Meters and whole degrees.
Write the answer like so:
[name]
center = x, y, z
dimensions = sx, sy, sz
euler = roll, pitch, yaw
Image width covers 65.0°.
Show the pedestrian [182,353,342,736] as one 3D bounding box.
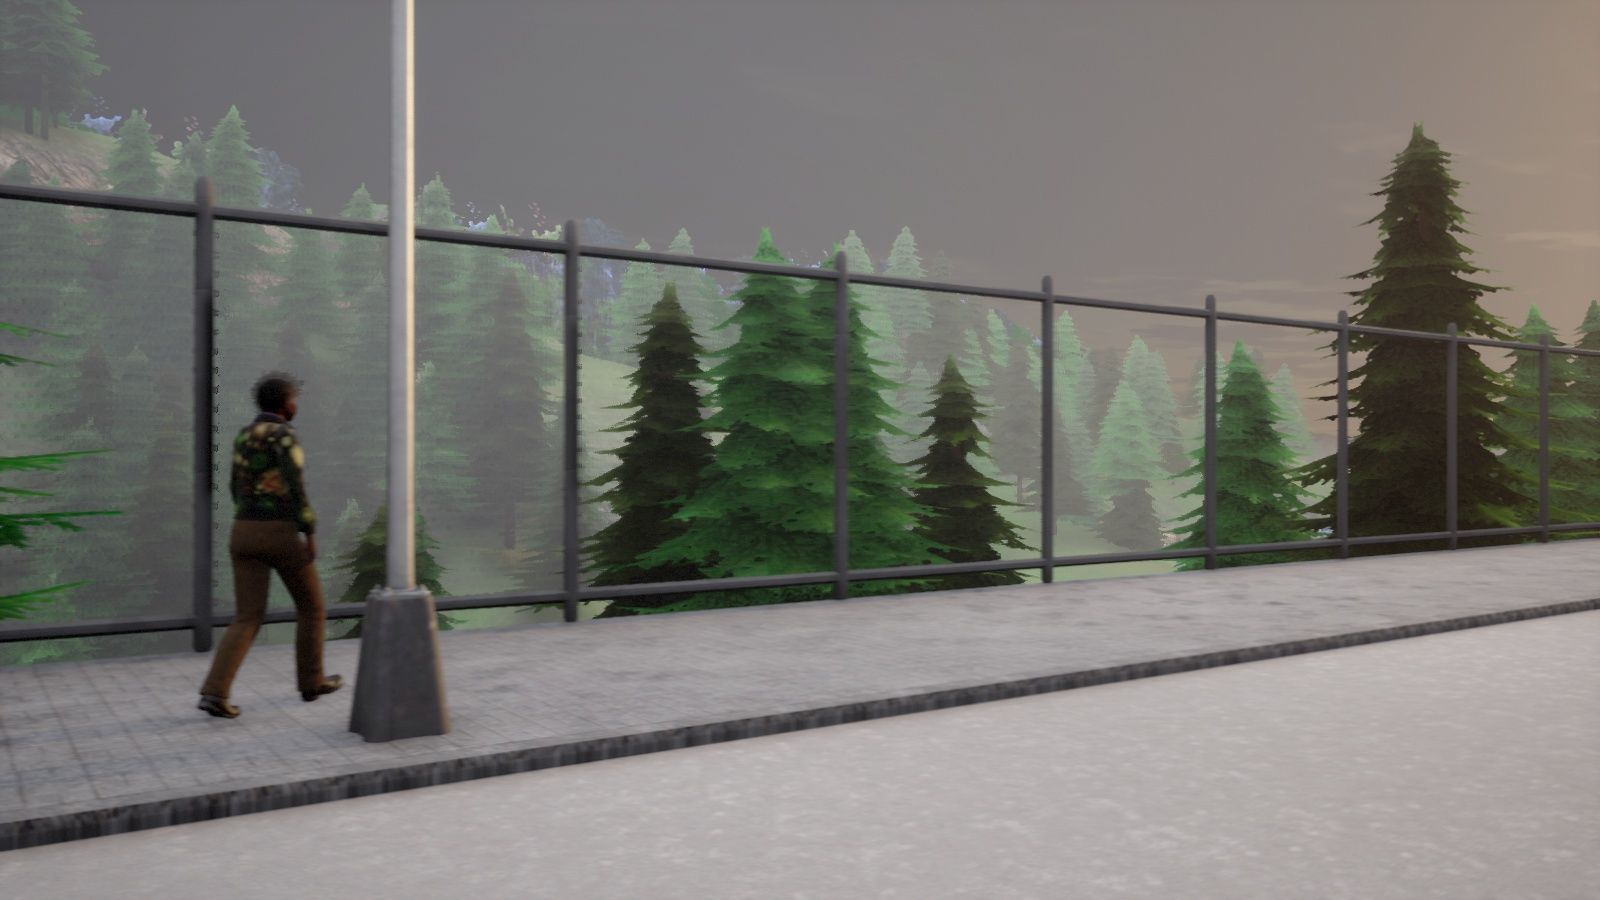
[pedestrian]
center = -2.869, 0.477, 6.729
dimensions = 0.395, 1.930, 0.692
euler = 0, 0, 29
